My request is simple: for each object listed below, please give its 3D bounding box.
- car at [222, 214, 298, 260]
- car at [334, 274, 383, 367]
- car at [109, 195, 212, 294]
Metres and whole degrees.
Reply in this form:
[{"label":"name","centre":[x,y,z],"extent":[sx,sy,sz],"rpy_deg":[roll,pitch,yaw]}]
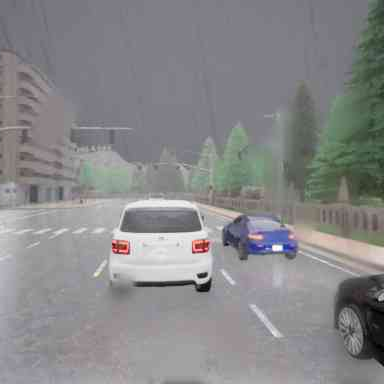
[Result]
[{"label":"car","centre":[2.348,1.526,12.328],"extent":[1.812,1.442,4.674],"rpy_deg":[0,0,-6]},{"label":"car","centre":[3.123,1.492,3.100],"extent":[2.128,1.511,4.902],"rpy_deg":[0,0,-3]},{"label":"car","centre":[-0.798,1.221,8.969],"extent":[2.150,2.045,5.566],"rpy_deg":[0,0,-5]}]
